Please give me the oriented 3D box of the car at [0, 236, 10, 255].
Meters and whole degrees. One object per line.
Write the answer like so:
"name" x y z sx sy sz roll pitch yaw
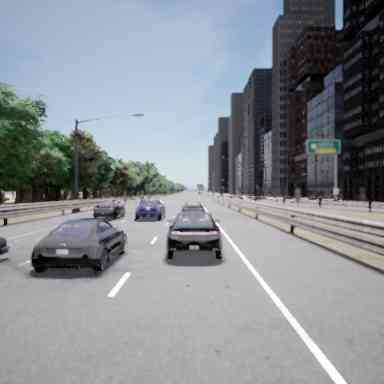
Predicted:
"car" -6.934 1.540 8.490 2.033 1.411 5.357 0 0 0

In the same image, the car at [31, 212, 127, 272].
"car" -3.424 1.556 10.813 1.994 1.385 4.181 0 0 0

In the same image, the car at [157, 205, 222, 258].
"car" 0.081 1.484 12.640 2.128 1.511 4.902 0 0 0

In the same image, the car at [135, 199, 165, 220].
"car" -3.421 1.345 28.050 2.097 1.767 4.553 0 0 0

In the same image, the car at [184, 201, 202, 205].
"car" 0.081 1.485 28.289 2.128 1.511 4.902 0 0 0

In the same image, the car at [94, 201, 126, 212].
"car" -6.919 1.484 28.298 2.128 1.511 4.902 0 0 0
